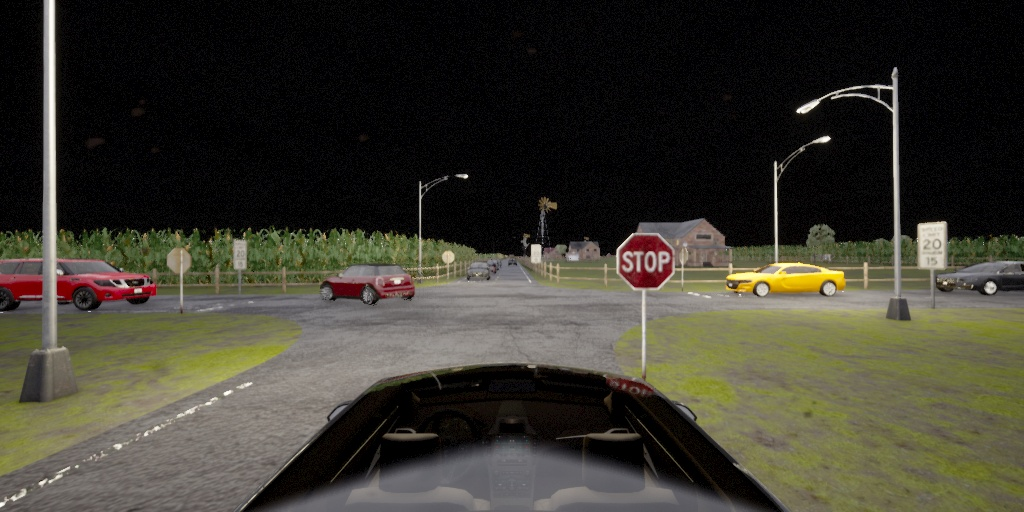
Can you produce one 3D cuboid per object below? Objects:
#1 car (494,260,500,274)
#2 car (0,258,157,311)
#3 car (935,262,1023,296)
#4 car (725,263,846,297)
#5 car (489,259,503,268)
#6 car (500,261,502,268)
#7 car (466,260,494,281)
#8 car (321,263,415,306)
[{"bbox_3d":[-2.749,1.311,40.496,1.994,1.385,4.181,0,0,1],"label":"car"},{"bbox_3d":[-18.250,1.114,14.905,5.566,2.045,2.150,-1,0,1],"label":"car"},{"bbox_3d":[23.085,1.035,17.061,4.892,1.490,1.837,-1,0,1],"label":"car"},{"bbox_3d":[12.983,1.098,17.220,5.008,1.535,1.882,-1,0,0],"label":"car"},{"bbox_3d":[-2.643,1.306,60.744,2.033,1.411,5.357,0,0,0],"label":"car"},{"bbox_3d":[-2.733,1.257,50.516,1.837,1.490,4.892,0,0,0],"label":"car"},{"bbox_3d":[-2.758,1.249,30.540,1.837,1.490,4.892,0,0,-1],"label":"car"},{"bbox_3d":[-6.543,1.123,16.070,4.553,1.767,2.097,-1,0,33],"label":"car"}]
